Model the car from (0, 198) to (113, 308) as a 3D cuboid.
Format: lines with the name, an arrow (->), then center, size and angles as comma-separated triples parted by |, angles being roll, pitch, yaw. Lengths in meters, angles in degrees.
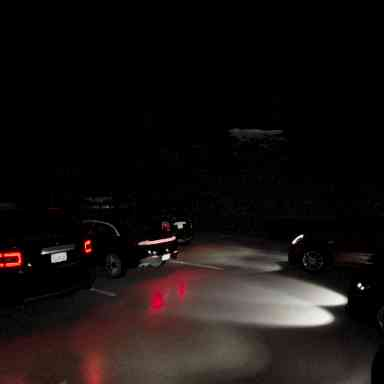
car -> -4.530, 1.221, 7.213 | 5.566, 2.045, 2.150 | 0, 0, 33

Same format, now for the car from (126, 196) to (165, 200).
car -> -7.139, 1.406, 51.190 | 4.902, 1.511, 2.128 | 0, 0, -39

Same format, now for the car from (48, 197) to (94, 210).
car -> -15.635, 1.453, 43.170 | 2.033, 1.411, 5.357 | 0, 0, 40

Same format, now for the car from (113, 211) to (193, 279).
car -> -2.645, 1.491, 10.139 | 4.902, 1.511, 2.128 | 0, 0, 36

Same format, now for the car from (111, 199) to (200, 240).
car -> -2.185, 1.351, 14.108 | 4.553, 1.767, 2.097 | 0, 0, 35

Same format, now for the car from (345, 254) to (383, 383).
car -> 3.575, 1.474, 1.437 | 5.008, 1.535, 1.882 | 0, 0, 35

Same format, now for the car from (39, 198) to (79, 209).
car -> -18.132, 1.491, 45.540 | 1.895, 1.301, 4.718 | 0, 0, 43

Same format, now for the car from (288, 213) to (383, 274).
car -> 5.001, 1.352, 9.025 | 4.553, 1.767, 2.097 | 0, 0, 36

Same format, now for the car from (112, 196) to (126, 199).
car -> -11.408, 1.375, 52.104 | 5.008, 1.535, 1.882 | 0, 0, -41

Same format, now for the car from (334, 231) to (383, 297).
car -> 4.627, 1.564, 4.981 | 4.181, 1.385, 1.994 | 0, 0, 36
